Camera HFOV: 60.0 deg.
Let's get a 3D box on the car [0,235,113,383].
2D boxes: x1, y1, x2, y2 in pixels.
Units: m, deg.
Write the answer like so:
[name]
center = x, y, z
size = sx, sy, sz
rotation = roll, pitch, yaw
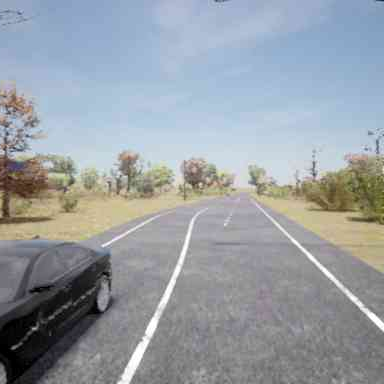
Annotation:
[car]
center = -2.704, 1.495, 4.837
size = 1.882, 1.535, 5.008
rotation = 0, 0, 5
